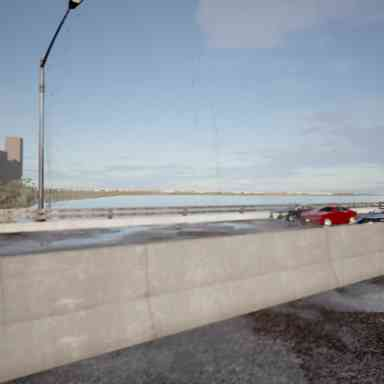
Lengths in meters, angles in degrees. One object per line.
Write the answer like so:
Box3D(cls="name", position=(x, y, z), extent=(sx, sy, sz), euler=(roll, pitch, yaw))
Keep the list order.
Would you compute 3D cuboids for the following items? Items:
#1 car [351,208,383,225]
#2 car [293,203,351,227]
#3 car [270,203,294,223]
Box3D(cls="car", position=(12.485, 1.735, 21.357), extent=(4.181, 1.385, 1.994), euler=(1, 0, -35))
Box3D(cls="car", position=(9.810, 1.643, 23.757), extent=(5.008, 1.535, 1.882), euler=(1, 0, -35))
Box3D(cls="car", position=(8.425, 1.662, 27.060), extent=(4.902, 1.511, 2.128), euler=(1, 0, -35))
